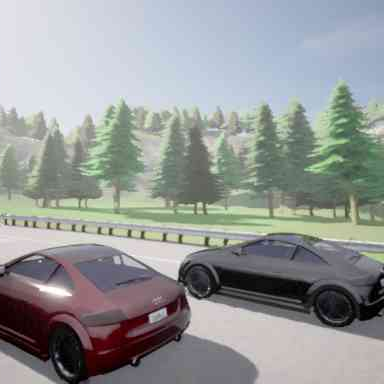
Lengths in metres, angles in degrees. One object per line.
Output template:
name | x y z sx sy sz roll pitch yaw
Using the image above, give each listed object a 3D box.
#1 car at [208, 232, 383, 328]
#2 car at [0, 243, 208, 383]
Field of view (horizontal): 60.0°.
car | 1.736 1.564 7.053 4.181 1.385 1.994 0 0 35
car | -2.072 1.564 5.468 4.181 1.385 1.994 0 0 36
